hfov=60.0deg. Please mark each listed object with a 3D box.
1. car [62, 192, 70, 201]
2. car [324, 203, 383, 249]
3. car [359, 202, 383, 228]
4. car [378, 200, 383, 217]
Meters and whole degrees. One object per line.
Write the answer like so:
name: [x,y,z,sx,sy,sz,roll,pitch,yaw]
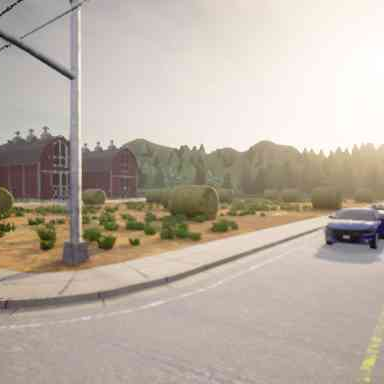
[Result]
car: [-27.598,1.087,73.918,1.905,1.878,3.866,6,1,-11]
car: [7.274,1.429,14.649,1.882,1.535,5.008,0,0,35]
car: [12.959,1.491,22.744,2.033,1.411,5.357,0,0,35]
car: [18.721,1.500,30.931,1.994,1.385,4.181,0,0,35]
